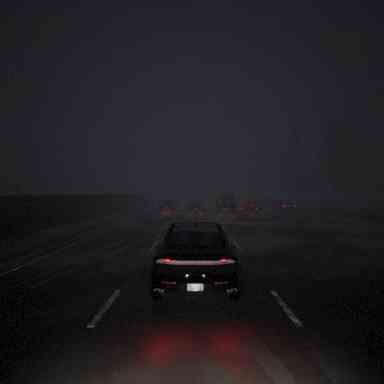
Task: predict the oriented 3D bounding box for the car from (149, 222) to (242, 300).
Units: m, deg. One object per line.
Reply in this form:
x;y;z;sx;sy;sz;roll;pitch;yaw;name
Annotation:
0.090;1.493;8.377;2.128;1.511;4.902;0;0;1;car

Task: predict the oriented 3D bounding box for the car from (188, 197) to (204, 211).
0.493;1.607;40.268;1.895;1.301;4.718;0;0;1;car

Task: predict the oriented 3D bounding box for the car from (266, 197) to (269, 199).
11.108;1.533;49.274;1.812;1.442;4.674;0;0;1;car

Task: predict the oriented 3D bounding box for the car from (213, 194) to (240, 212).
3.988;1.227;39.807;2.150;2.045;5.566;0;0;1;car

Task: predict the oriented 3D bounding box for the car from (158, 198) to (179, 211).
-3.002;1.511;40.698;1.837;1.490;4.892;0;0;1;car

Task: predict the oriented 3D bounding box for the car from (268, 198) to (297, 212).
10.987;1.553;39.688;2.033;1.411;5.357;0;0;1;car

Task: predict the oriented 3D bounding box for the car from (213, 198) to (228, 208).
4.109;1.608;49.393;1.895;1.301;4.718;0;0;1;car

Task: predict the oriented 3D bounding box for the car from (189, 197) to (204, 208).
0.609;1.499;49.407;2.128;1.511;4.902;0;0;1;car

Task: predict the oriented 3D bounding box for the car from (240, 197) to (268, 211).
7.498;1.607;40.596;1.895;1.301;4.718;0;0;1;car
